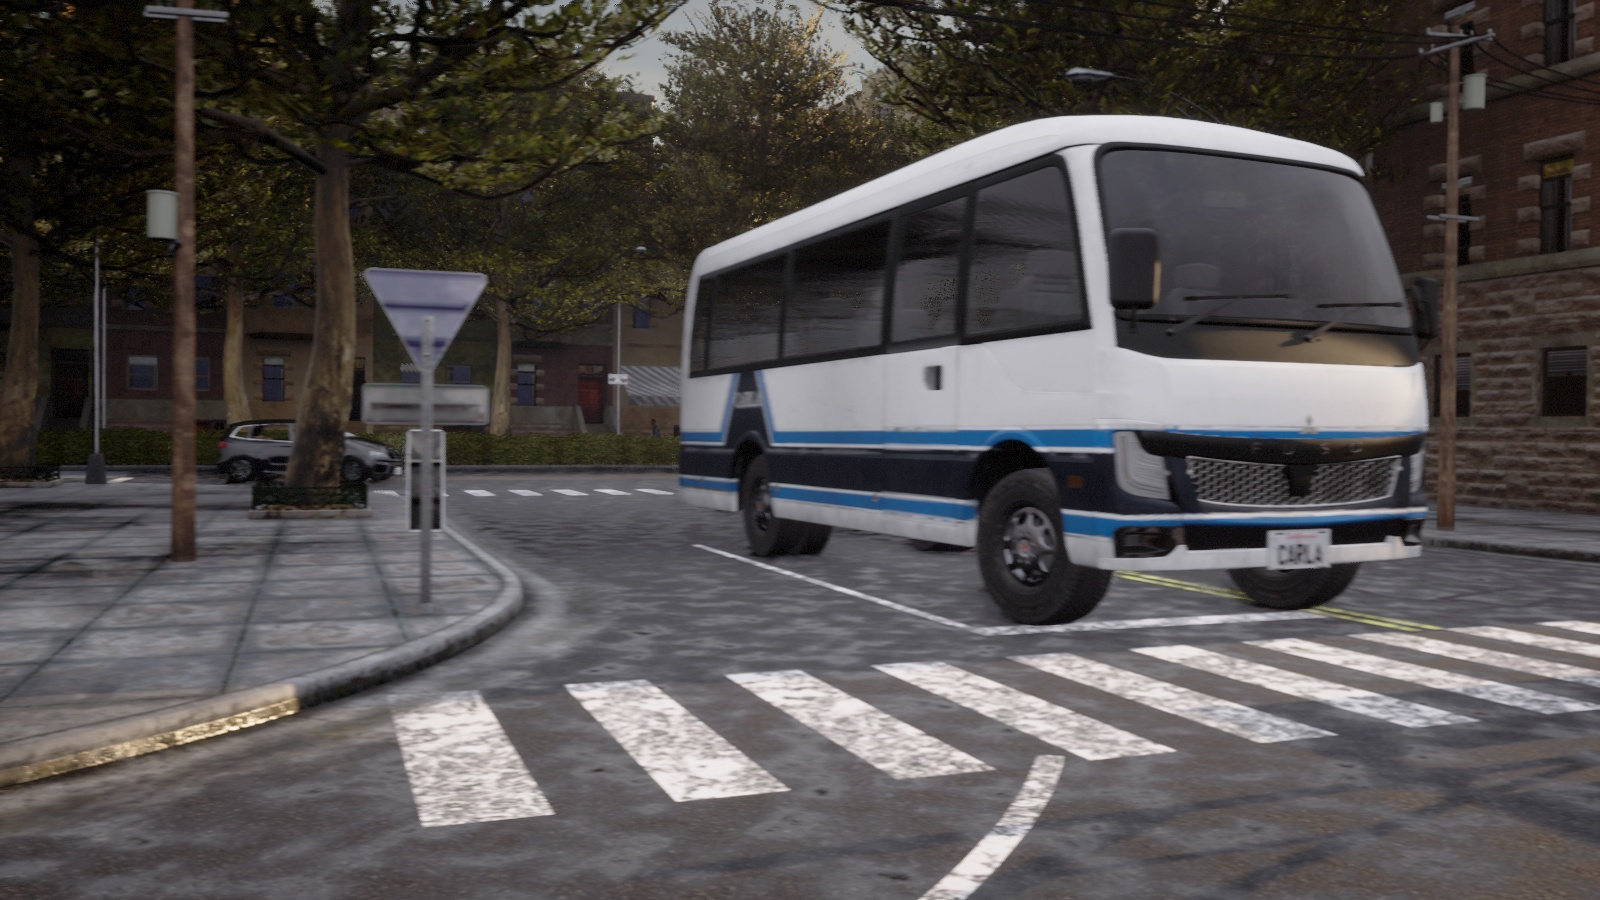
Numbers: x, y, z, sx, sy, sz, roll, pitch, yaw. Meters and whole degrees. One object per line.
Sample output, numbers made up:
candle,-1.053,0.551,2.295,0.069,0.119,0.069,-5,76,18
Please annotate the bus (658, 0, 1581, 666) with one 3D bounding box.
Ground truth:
bus,1.977,-0.817,13.365,3.944,4.253,10.273,-1,1,-24

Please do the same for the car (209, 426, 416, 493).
car,-12.934,0.236,33.548,4.611,1.667,2.242,-1,1,1
